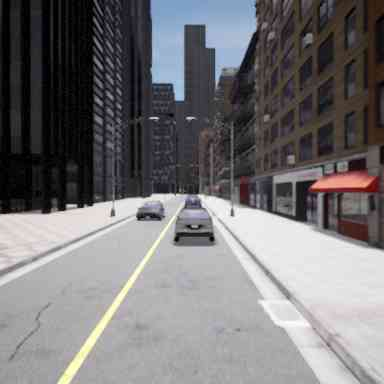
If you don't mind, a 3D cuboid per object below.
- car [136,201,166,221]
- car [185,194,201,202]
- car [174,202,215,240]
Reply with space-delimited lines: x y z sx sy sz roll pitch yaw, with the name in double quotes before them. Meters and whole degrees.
"car" -3.087 1.379 25.908 2.033 1.411 5.357 0 0 0
"car" 0.117 1.070 43.652 2.097 1.767 4.553 0 0 0
"car" 0.108 1.445 16.214 2.033 1.411 5.357 0 0 0
